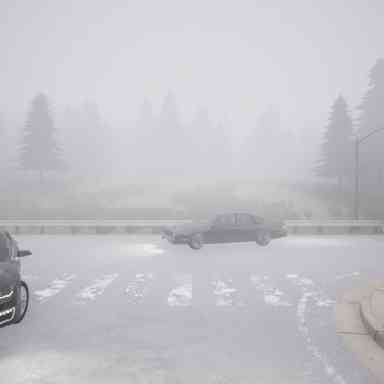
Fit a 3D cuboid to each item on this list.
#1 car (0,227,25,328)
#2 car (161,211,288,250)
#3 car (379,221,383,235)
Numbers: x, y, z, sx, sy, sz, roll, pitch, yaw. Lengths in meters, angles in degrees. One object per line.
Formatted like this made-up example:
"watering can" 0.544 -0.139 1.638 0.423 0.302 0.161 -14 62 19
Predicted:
"car" -4.457 1.505 6.644 1.837 1.490 4.892 0 0 -28
"car" 1.458 1.547 14.284 5.357 1.411 2.033 0 0 -20
"car" 11.237 1.491 15.163 4.902 1.511 2.128 0 0 0
